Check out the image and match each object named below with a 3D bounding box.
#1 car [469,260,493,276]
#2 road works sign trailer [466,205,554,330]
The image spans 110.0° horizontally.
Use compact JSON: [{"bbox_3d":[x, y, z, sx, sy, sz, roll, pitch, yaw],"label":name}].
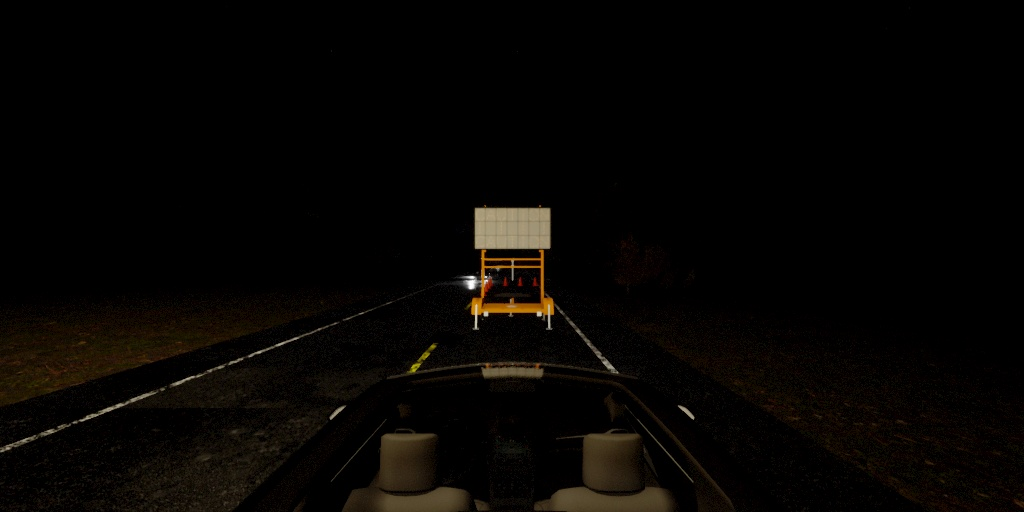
[{"bbox_3d":[-3.424,1.366,37.952,1.895,1.301,4.718,0,0,0],"label":"car"},{"bbox_3d":[0.020,0.215,11.158,2.380,3.560,2.880,0,0,0],"label":"road works sign trailer"}]
